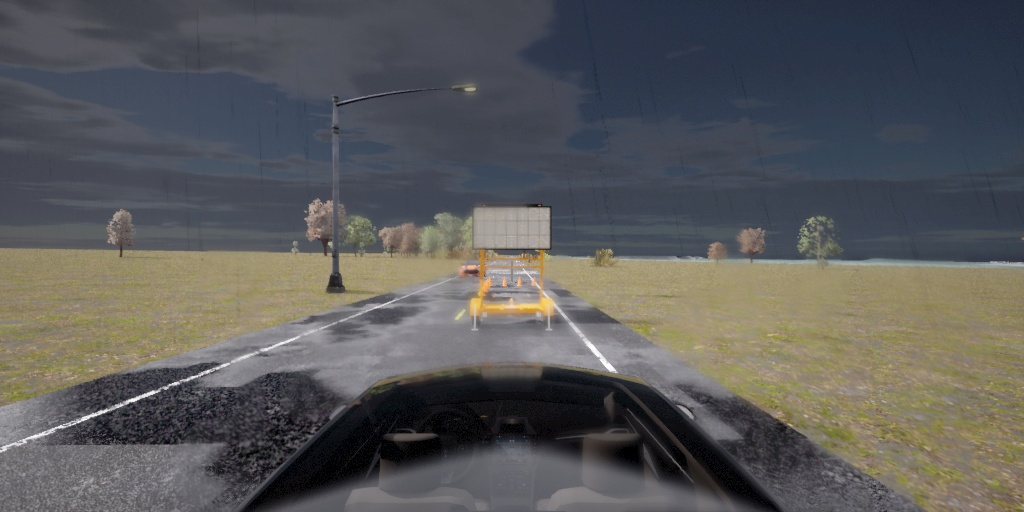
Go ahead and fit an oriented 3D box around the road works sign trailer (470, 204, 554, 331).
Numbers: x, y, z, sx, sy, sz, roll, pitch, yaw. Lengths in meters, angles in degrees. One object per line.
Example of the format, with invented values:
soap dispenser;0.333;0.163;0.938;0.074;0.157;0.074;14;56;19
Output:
road works sign trailer;-0.003;0.215;11.018;2.380;3.560;2.880;0;0;0

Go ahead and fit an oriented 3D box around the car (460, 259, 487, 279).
car;-3.509;1.103;32.936;2.097;1.767;4.553;0;0;0
